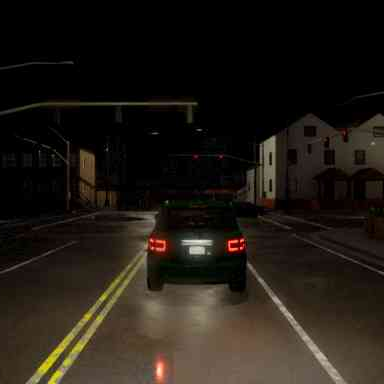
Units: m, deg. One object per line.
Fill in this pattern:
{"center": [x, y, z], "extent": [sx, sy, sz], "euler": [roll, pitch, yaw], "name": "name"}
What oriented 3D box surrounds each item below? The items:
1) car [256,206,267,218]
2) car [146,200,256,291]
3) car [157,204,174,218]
{"center": [3.733, 1.535, 28.419], "extent": [5.357, 1.411, 2.033], "euler": [1, 0, -20], "name": "car"}
{"center": [0.098, 1.221, 9.109], "extent": [2.150, 2.045, 5.566], "euler": [0, 0, 0], "name": "car"}
{"center": [-3.555, 2.596, 45.382], "extent": [1.812, 1.442, 4.674], "euler": [0, -9, 0], "name": "car"}
